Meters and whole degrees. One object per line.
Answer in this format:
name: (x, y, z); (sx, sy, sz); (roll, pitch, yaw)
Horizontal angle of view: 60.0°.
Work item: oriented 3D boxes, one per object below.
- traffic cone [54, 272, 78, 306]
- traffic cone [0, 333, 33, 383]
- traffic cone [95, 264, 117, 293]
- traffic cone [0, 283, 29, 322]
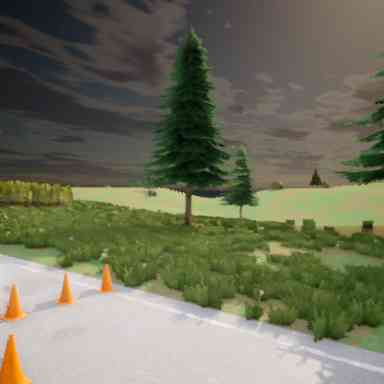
traffic cone: (-2.500, 1.894, 6.604); (0.340, 0.580, 0.340); (1, 0, 36)
traffic cone: (-2.066, 1.913, 3.809); (0.340, 0.580, 0.340); (1, 0, 36)
traffic cone: (-1.910, 1.899, 7.411); (0.340, 0.580, 0.340); (1, 0, 36)
traffic cone: (-3.090, 1.890, 5.797); (0.340, 0.580, 0.340); (1, 0, 36)
